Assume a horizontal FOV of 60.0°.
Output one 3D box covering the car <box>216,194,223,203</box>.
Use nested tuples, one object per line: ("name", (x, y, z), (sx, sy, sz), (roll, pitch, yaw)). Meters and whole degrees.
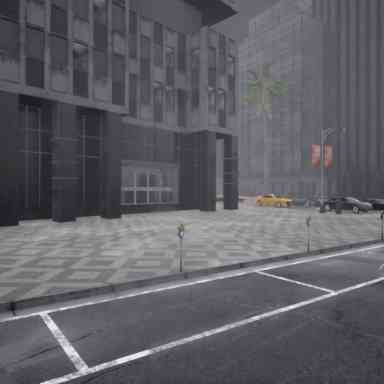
("car", (3.252, 0.950, 49.266), (1.895, 1.301, 4.718), (0, 1, -35))

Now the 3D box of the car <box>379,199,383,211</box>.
("car", (18.631, 1.338, 33.219), (1.895, 1.301, 4.718), (0, 1, -36))

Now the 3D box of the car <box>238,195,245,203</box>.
("car", (5.981, 0.836, 51.033), (1.882, 1.535, 5.008), (0, 1, -35))

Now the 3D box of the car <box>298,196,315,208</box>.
("car", (13.539, 1.147, 40.379), (1.994, 1.385, 4.181), (0, 1, -35))

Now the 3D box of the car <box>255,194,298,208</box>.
("car", (9.778, 1.020, 40.060), (1.882, 1.535, 5.008), (0, 1, -35))

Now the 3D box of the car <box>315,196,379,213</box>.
("car", (15.073, 1.208, 32.602), (1.837, 1.490, 4.892), (0, 1, -35))
